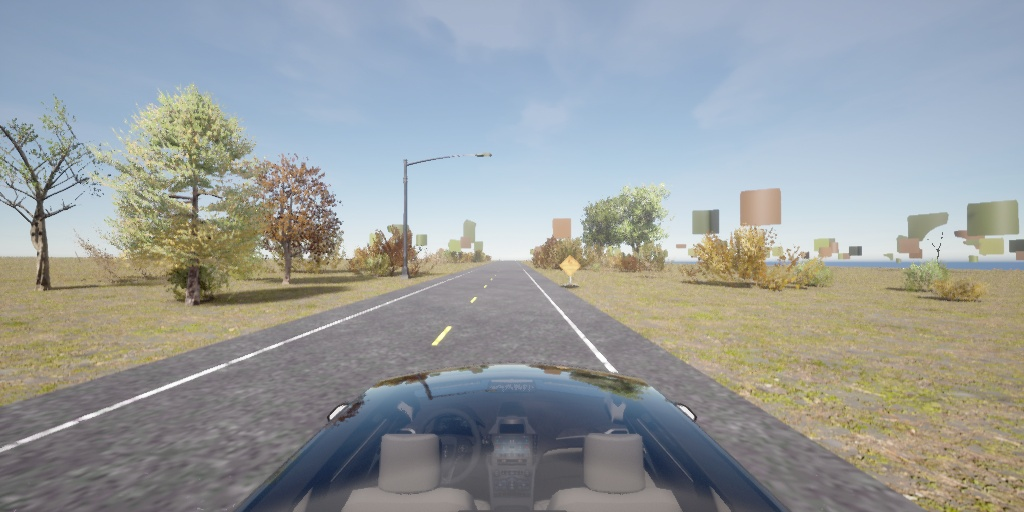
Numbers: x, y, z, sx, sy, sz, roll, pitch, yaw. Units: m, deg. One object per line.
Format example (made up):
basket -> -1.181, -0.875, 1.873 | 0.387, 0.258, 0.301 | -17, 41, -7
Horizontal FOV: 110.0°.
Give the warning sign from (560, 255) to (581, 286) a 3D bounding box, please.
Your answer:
warning sign -> 3.550, 0.873, 21.798 | 1.300, 1.860, 1.060 | 0, 0, 0
